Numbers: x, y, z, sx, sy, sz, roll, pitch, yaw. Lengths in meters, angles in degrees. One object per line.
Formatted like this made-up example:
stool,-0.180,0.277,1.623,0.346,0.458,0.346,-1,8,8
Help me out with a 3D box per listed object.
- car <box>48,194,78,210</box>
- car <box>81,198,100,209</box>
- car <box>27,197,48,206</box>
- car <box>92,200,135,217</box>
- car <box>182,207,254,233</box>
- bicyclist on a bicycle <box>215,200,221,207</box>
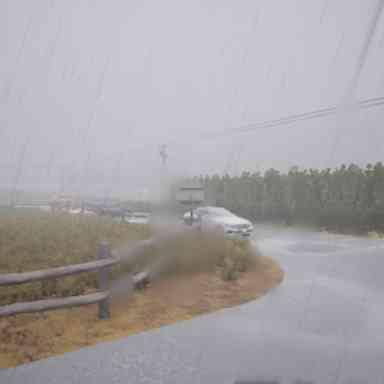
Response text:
car,-16.385,1.232,42.535,2.150,2.045,5.566,0,0,-35
car,-13.148,1.502,43.768,2.128,1.511,4.902,0,0,-35
car,-24.871,1.573,54.567,4.181,1.385,1.994,0,0,7
car,-6.737,1.609,28.867,1.895,1.301,4.718,0,0,-35
car,1.195,1.534,17.594,1.812,1.442,4.674,0,0,-33
bicyclist on a bicycle,2.262,1.468,27.672,1.656,1.620,0.582,0,0,-35
